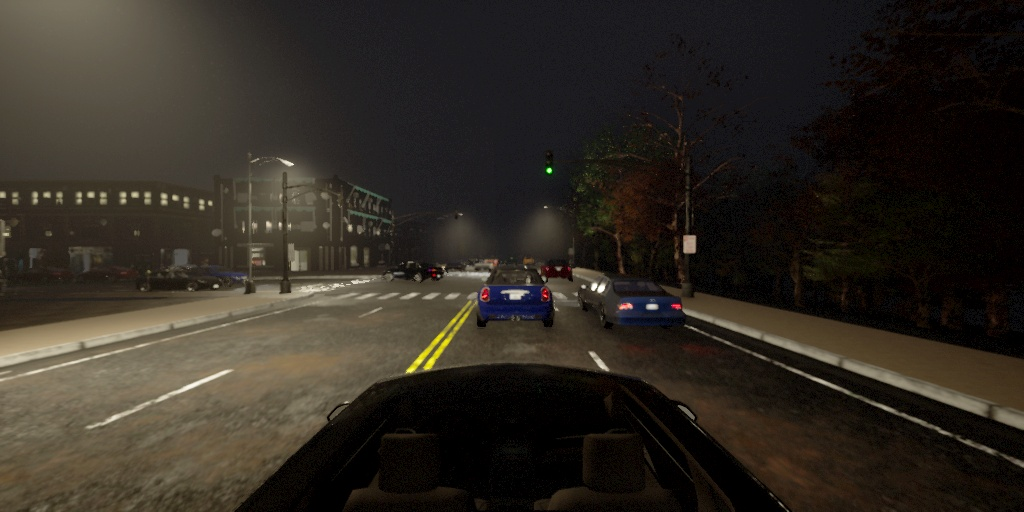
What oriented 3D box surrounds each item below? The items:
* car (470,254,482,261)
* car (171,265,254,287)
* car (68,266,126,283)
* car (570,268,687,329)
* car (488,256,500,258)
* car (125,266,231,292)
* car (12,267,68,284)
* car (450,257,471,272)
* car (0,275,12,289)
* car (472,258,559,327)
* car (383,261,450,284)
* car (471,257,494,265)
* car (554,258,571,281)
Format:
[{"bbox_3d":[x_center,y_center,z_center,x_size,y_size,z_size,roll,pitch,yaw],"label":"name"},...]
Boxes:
[{"bbox_3d":[-6.501,0.654,64.490,2.150,2.045,5.566,0,0,0],"label":"car"},{"bbox_3d":[-20.175,1.391,24.264,4.674,1.442,1.812,-1,1,0],"label":"car"},{"bbox_3d":[-33.815,1.517,30.081,4.207,1.307,1.802,0,0,0],"label":"car"},{"bbox_3d":[3.350,1.252,11.082,2.033,1.411,5.357,0,0,0],"label":"car"},{"bbox_3d":[-3.302,0.813,58.616,2.097,1.767,4.553,0,0,0],"label":"car"},{"bbox_3d":[-19.946,1.468,21.561,4.313,1.339,1.948,0,0,0],"label":"car"},{"bbox_3d":[-39.349,1.579,30.089,4.207,1.307,1.802,0,0,0],"label":"car"},{"bbox_3d":[-6.589,1.090,42.851,2.033,1.411,5.357,0,0,0],"label":"car"},{"bbox_3d":[-33.823,1.499,21.701,4.097,1.591,1.967,0,0,0],"label":"car"},{"bbox_3d":[0.061,1.055,11.406,2.097,1.767,4.553,0,0,-1],"label":"car"},{"bbox_3d":[-7.192,1.135,25.982,4.892,1.490,1.837,0,-2,29],"label":"car"},{"bbox_3d":[-3.339,1.146,42.430,1.895,1.301,4.718,0,0,0],"label":"car"},{"bbox_3d":[3.352,0.972,27.906,2.097,1.767,4.553,0,0,0],"label":"car"}]
